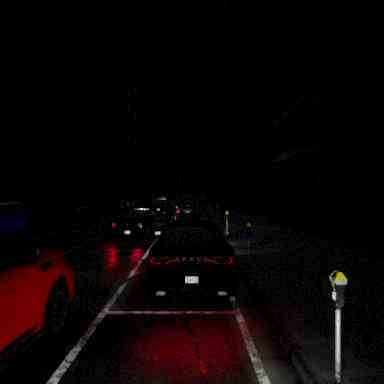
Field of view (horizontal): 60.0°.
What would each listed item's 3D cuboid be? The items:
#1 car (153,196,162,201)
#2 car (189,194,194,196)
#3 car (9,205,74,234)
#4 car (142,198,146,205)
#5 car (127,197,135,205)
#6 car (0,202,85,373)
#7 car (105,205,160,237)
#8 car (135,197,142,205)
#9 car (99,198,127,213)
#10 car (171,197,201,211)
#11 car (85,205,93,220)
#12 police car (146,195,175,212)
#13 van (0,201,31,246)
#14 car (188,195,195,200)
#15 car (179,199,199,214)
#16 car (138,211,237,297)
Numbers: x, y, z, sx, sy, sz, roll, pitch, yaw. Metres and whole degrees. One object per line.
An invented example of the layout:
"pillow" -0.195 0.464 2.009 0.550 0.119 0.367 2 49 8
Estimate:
"car" -8.782 1.642 84.589 1.802 1.307 4.206 0 0 0
"car" -0.257 1.501 84.576 1.967 1.590 4.097 0 0 0
"car" -8.815 1.567 19.979 1.947 1.339 4.313 0 0 0
"car" -6.150 1.492 47.905 1.882 1.535 5.008 0 0 0
"car" -8.815 1.591 41.985 1.802 1.307 4.206 0 0 0
"car" -3.044 1.223 3.211 2.150 2.045 5.566 0 0 0
"car" -3.044 1.602 17.905 1.895 1.301 4.718 0 0 0
"car" -8.816 1.451 47.486 1.967 1.590 4.097 0 0 0
"car" -8.815 1.572 36.483 1.947 1.339 4.313 0 0 0
"car" -0.290 1.443 25.481 1.967 1.590 4.097 0 0 0
"car" -8.815 1.585 25.481 1.802 1.307 4.206 0 0 0
"police car" -3.146 1.431 33.751 1.930 1.638 5.238 0 0 0
"van" -8.815 1.342 14.478 1.690 1.788 3.998 0 0 0
"car" -0.237 1.635 95.394 2.008 1.369 4.403 0 0 0
"car" -0.290 1.557 36.484 2.008 1.369 4.403 0 0 0
"car" -0.006 1.478 8.650 1.882 1.535 5.008 0 0 0
